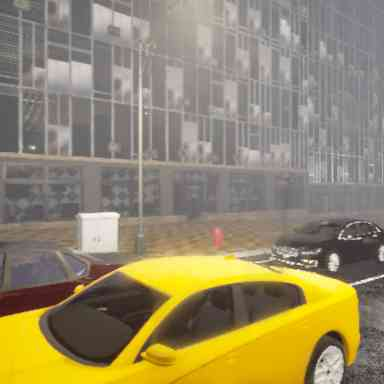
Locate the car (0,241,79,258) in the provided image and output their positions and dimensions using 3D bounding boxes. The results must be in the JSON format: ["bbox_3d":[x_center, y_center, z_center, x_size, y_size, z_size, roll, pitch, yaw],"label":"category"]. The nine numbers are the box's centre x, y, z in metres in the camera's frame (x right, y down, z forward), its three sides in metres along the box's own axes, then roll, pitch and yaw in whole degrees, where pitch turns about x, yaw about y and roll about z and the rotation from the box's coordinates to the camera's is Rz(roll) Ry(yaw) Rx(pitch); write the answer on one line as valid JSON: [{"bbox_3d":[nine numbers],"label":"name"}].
[{"bbox_3d":[-3.242,1.550,5.361,5.357,1.411,2.033,1,-1,-36],"label":"car"}]

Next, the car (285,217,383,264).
[{"bbox_3d":[4.704,1.639,11.006,4.892,1.490,1.837,1,-1,-35],"label":"car"}]

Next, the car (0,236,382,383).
[{"bbox_3d":[-0.218,1.500,3.520,5.008,1.535,1.882,1,-1,-35],"label":"car"}]
